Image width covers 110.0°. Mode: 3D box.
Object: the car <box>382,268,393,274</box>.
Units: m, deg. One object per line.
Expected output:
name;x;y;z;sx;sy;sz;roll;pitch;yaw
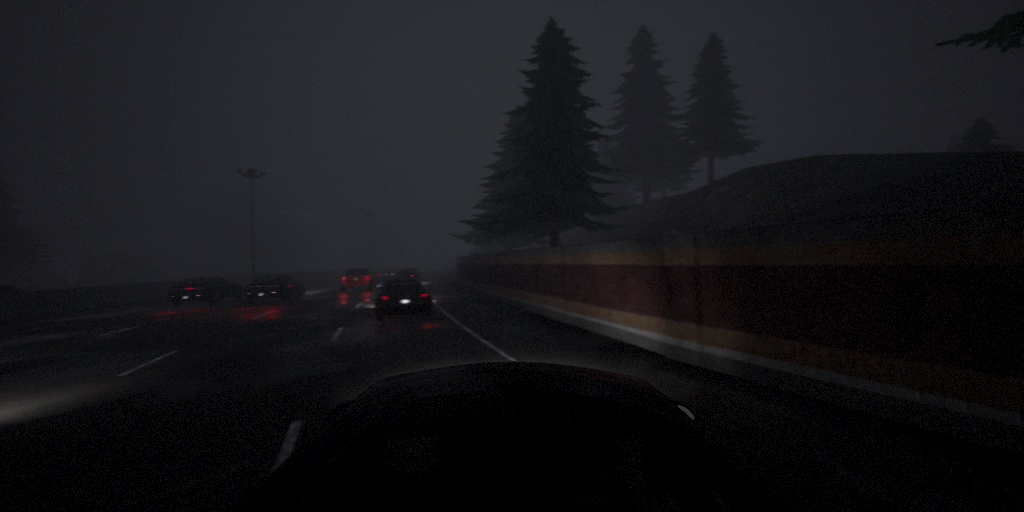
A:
car;-14.068;2.108;41.756;2.033;1.411;5.357;-2;-1;-7

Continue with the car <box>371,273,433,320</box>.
car;-4.314;1.564;14.161;1.994;1.385;4.181;-1;-1;-19

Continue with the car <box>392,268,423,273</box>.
car;-8.864;1.806;31.058;1.837;1.490;4.892;-2;-1;-11

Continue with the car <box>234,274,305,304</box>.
car;-13.692;1.834;20.979;2.128;1.511;4.902;-2;-1;-15

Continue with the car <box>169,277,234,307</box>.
car;-17.169;1.930;20.472;2.128;1.511;4.902;-2;-1;-15

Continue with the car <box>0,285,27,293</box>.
car;-27.603;2.226;18.120;1.837;1.490;4.892;-2;-1;-14

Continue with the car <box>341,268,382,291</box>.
car;-11.790;1.708;28.041;2.097;1.767;4.553;-2;-1;-13
